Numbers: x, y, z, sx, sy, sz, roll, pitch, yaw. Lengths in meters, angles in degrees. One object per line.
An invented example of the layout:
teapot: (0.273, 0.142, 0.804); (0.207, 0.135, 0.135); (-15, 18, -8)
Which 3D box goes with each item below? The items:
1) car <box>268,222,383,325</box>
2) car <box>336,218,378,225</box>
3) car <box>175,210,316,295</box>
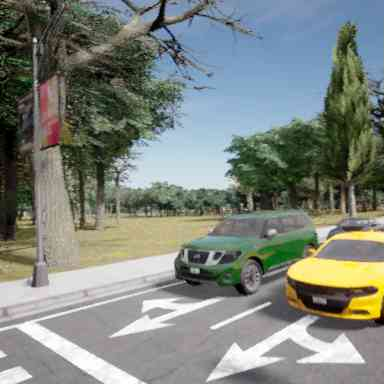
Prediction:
car: (4.041, 1.709, 7.835); (1.882, 1.535, 5.008); (-5, -4, 44)
car: (8.569, 2.041, 17.086); (1.994, 1.385, 4.181); (-5, -4, 44)
car: (1.987, 1.652, 10.399); (2.150, 2.045, 5.566); (-5, -4, 44)
